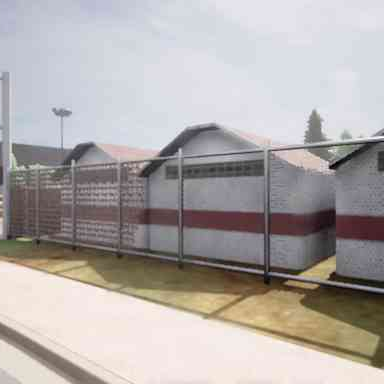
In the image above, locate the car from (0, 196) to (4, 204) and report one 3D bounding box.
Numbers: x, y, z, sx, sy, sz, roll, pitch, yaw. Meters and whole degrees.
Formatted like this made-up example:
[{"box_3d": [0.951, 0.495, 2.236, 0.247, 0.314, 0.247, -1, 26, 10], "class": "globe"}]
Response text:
[{"box_3d": [-22.512, 1.442, 39.766, 2.150, 2.045, 5.566, 0, 0, 37], "class": "car"}]
